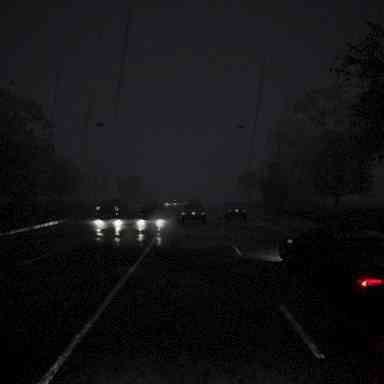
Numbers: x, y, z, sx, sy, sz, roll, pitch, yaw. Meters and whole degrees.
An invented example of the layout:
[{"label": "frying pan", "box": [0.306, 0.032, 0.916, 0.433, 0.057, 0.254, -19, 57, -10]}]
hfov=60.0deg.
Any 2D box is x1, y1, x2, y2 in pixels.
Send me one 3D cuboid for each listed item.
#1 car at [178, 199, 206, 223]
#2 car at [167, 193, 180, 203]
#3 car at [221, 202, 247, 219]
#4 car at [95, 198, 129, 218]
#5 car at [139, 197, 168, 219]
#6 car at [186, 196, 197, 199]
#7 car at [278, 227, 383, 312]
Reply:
[{"label": "car", "box": [0.124, 1.558, 25.946, 2.033, 1.411, 5.357, 0, 0, 0]}, {"label": "car", "box": [-3.947, 1.241, 69.938, 2.150, 2.045, 5.566, 0, 0, 10]}, {"label": "car", "box": [3.647, 1.560, 29.436, 2.033, 1.411, 5.357, 0, 0, 1]}, {"label": "car", "box": [-7.026, 1.364, 29.631, 2.097, 1.767, 4.553, 0, 0, 1]}, {"label": "car", "box": [-3.527, 1.490, 29.952, 1.882, 1.535, 5.008, 0, 0, 1]}, {"label": "car", "box": [0.489, 1.582, 42.944, 1.994, 1.385, 4.181, 0, 0, 2]}, {"label": "car", "box": [3.600, 1.551, 8.002, 2.033, 1.411, 5.357, 0, 0, 0]}]
